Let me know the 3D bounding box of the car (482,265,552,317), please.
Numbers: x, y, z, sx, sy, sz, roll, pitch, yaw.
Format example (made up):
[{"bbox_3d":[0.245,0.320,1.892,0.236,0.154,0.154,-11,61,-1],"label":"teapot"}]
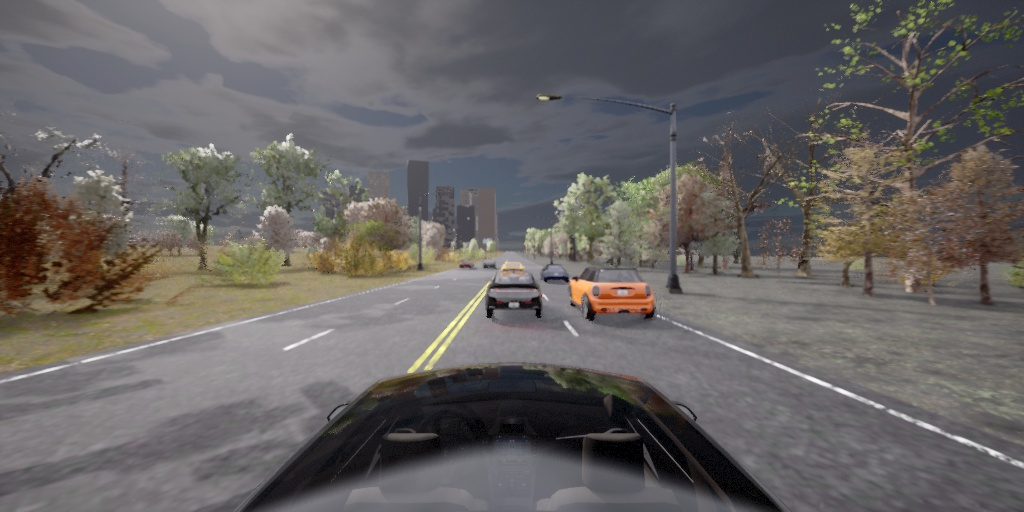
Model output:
[{"bbox_3d":[0.074,1.253,13.156,2.128,1.511,4.902,0,0,0],"label":"car"}]

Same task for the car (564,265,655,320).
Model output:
[{"bbox_3d":[3.318,1.107,12.838,2.097,1.767,4.553,0,0,0],"label":"car"}]

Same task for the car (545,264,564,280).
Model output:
[{"bbox_3d":[3.329,1.325,28.734,1.994,1.385,4.181,0,0,0],"label":"car"}]

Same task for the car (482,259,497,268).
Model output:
[{"bbox_3d":[-3.303,1.177,53.187,1.882,1.535,5.008,0,0,0],"label":"car"}]

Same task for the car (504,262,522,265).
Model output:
[{"bbox_3d":[0.085,1.242,29.778,1.882,1.535,5.008,0,0,0],"label":"car"}]

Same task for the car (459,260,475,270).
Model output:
[{"bbox_3d":[-6.559,1.305,52.311,1.895,1.301,4.718,0,0,0],"label":"car"}]
